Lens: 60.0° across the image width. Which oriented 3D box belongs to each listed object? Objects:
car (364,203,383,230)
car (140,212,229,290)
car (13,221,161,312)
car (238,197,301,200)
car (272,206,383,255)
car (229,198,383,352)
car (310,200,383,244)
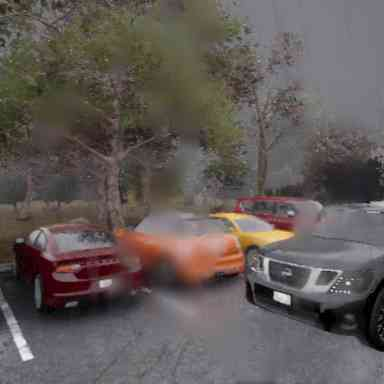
[{"bbox_3d":[12.928,1.498,19.250,2.163,1.488,4.792,0,0,-35],"label":"car"},{"bbox_3d":[-0.673,1.354,9.542,2.185,1.767,4.553,0,0,-35],"label":"car"},{"bbox_3d":[-2.955,1.480,7.946,2.097,1.535,5.008,0,0,-36],"label":"car"},{"bbox_3d":[3.860,1.226,12.782,2.435,2.045,5.566,0,0,-36],"label":"car"},{"bbox_3d":[6.106,1.478,14.427,2.231,1.521,4.892,0,0,-36],"label":"car"},{"bbox_3d":[3.587,1.221,6.552,5.566,2.045,2.150,0,0,-36],"label":"car"},{"bbox_3d":[8.359,1.348,16.065,2.185,1.767,4.553,0,0,-36],"label":"car"}]
